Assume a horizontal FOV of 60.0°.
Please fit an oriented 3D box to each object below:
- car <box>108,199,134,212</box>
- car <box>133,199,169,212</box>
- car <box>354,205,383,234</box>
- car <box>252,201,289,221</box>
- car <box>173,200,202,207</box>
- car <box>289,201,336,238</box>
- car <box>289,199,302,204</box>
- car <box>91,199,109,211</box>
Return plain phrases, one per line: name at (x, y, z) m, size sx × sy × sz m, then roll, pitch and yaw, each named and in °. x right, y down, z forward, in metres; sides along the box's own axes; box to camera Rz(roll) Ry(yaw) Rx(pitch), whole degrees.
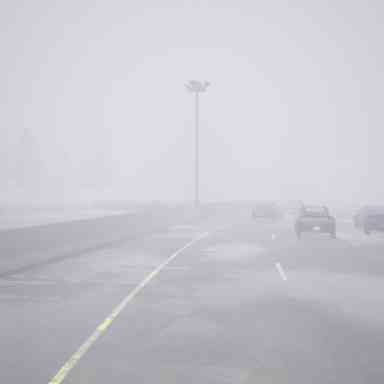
car at (-7.500, 1.562, 39.507) m, size 1.994 × 1.385 × 4.181 m, roll 0°, pitch 0°, yaw 27°
car at (-4.341, 1.562, 38.016) m, size 1.994 × 1.385 × 4.181 m, roll 0°, pitch 0°, yaw 27°
car at (10.490, 1.477, 18.811) m, size 1.882 × 1.535 × 5.008 m, roll 0°, pitch 0°, yaw 18°
car at (6.214, 1.491, 27.127) m, size 2.128 × 1.511 × 4.902 m, roll 0°, pitch 0°, yaw 24°
car at (-0.348, 1.599, 38.138) m, size 1.895 × 1.301 × 4.718 m, roll 0°, pitch 0°, yaw 28°
car at (6.514, 1.490, 17.872) m, size 2.128 × 1.511 × 4.902 m, roll 0°, pitch 0°, yaw 16°
car at (12.361, 1.546, 39.612) m, size 2.033 × 1.411 × 5.357 m, roll 0°, pitch 0°, yaw 28°
car at (-10.545, 1.562, 41.252) m, size 1.994 × 1.385 × 4.181 m, roll 0°, pitch 0°, yaw 27°
